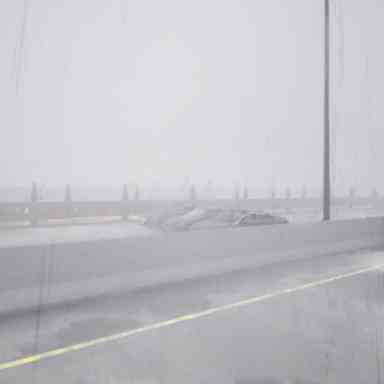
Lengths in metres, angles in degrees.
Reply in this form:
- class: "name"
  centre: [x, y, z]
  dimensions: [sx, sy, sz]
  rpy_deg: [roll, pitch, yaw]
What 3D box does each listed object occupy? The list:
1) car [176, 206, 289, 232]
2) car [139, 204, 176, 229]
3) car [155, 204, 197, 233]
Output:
- class: "car"
  centre: [2.046, 1.498, 14.052]
  dimensions: [4.902, 1.511, 2.128]
  rpy_deg: [0, 0, -35]
- class: "car"
  centre: [-0.868, 1.499, 20.573]
  dimensions: [4.902, 1.511, 2.128]
  rpy_deg: [0, 0, -36]
- class: "car"
  centre: [0.703, 1.533, 17.394]
  dimensions: [4.674, 1.442, 1.812]
  rpy_deg: [0, 0, -36]
